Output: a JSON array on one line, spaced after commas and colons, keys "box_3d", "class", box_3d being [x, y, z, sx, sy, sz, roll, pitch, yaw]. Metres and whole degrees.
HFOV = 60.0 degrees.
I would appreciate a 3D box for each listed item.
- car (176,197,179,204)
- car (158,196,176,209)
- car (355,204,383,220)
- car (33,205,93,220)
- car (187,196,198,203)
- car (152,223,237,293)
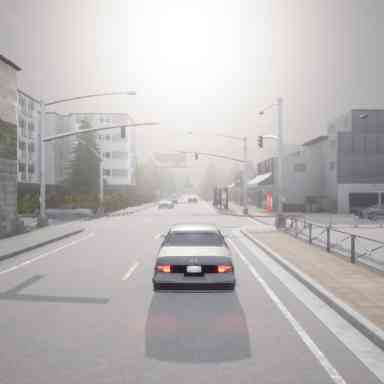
[{"box_3d": [-3.546, 1.506, 61.384, 1.837, 1.490, 4.892, 0, 0, 0], "class": "car"}, {"box_3d": [-3.584, 1.526, 45.970, 1.812, 1.442, 4.674, 0, 0, 0], "class": "car"}, {"box_3d": [16.724, 1.740, 29.382, 4.181, 1.385, 1.994, 0, 0, 0], "class": "car"}, {"box_3d": [-11.273, 1.780, 29.217, 4.718, 1.301, 1.895, 0, 0, -10], "class": "car"}, {"box_3d": [0.122, 1.526, 68.876, 1.812, 1.442, 4.674, 0, 0, 0], "class": "car"}, {"box_3d": [0.062, 1.547, 8.990, 2.033, 1.411, 5.357, 0, 0, 1], "class": "car"}]
